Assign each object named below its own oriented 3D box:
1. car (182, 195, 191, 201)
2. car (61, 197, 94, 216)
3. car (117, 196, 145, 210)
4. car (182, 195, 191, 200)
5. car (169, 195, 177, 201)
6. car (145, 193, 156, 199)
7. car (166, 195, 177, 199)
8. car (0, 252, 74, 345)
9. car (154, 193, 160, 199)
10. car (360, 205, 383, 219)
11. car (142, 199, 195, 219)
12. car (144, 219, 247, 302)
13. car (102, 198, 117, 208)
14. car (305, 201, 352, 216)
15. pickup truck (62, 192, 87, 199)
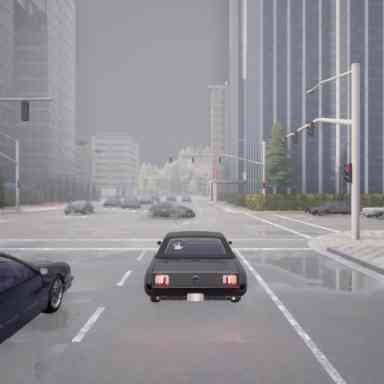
[{"bbox_3d":[-1.385,1.540,84.808,2.033,1.411,5.357,0,0,-1],"label":"car"},{"bbox_3d":[-11.114,1.525,33.089,1.812,1.442,4.674,0,0,-1],"label":"car"},{"bbox_3d":[-7.831,1.547,43.020,2.033,1.411,5.357,0,0,-1],"label":"car"},{"bbox_3d":[-1.228,1.553,75.033,1.994,1.385,4.181,0,0,-1],"label":"car"},{"bbox_3d":[-4.885,1.524,84.739,1.812,1.442,4.674,0,0,-1],"label":"car"},{"bbox_3d":[-8.056,1.477,58.577,1.882,1.535,5.008,0,0,-1],"label":"car"},{"bbox_3d":[-4.718,1.500,74.571,1.837,1.490,4.892,0,0,-1],"label":"car"},{"bbox_3d":[-3.436,1.547,4.591,2.033,1.411,5.357,0,0,0],"label":"car"},{"bbox_3d":[-8.198,1.218,72.646,2.150,2.045,5.566,0,0,-1],"label":"car"},{"bbox_3d":[16.939,1.601,28.089,4.718,1.301,1.895,0,0,0],"label":"car"},{"bbox_3d":[-1.784,1.564,27.534,4.181,1.385,1.994,0,0,39],"label":"car"},{"bbox_3d":[0.067,1.601,8.188,1.895,1.301,4.718,0,0,0],"label":"car"},{"bbox_3d":[-11.411,1.547,48.042,2.033,1.411,5.357,0,0,-1],"label":"car"},{"bbox_3d":[13.584,1.547,31.596,5.357,1.411,2.033,0,0,-3],"label":"car"},{"bbox_3d":[-24.768,1.059,69.244,2.390,2.098,6.274,0,0,30],"label":"pickup truck"}]
